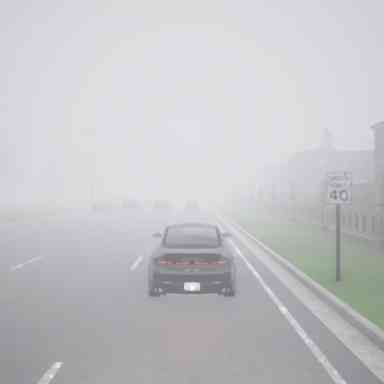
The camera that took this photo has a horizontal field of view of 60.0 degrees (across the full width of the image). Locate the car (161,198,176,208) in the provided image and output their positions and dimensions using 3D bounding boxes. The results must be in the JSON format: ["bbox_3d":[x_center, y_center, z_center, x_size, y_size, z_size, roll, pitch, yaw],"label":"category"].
[{"bbox_3d":[-3.493,1.589,49.661,1.895,1.301,4.718,0,0,0],"label":"car"}]

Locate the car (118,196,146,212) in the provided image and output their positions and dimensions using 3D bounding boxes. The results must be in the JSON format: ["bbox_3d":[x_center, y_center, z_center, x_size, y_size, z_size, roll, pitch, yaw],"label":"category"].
[{"bbox_3d":[-6.995,1.468,39.188,1.882,1.535,5.008,0,0,0],"label":"car"}]

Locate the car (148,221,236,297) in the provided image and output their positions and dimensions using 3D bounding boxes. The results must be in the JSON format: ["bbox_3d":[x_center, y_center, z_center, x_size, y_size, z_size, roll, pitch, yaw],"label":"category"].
[{"bbox_3d":[0.001,1.502,8.574,1.837,1.490,4.892,0,0,0],"label":"car"}]

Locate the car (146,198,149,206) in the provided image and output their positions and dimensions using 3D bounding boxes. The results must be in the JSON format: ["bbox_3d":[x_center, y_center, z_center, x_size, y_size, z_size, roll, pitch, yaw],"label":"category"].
[{"bbox_3d":[-6.994,1.552,49.608,1.994,1.385,4.181,0,0,0],"label":"car"}]

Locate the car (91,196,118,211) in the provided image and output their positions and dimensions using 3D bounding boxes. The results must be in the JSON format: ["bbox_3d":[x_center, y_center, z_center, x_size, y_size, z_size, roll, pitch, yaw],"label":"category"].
[{"bbox_3d":[-10.495,1.554,39.572,1.994,1.385,4.181,0,0,0],"label":"car"}]

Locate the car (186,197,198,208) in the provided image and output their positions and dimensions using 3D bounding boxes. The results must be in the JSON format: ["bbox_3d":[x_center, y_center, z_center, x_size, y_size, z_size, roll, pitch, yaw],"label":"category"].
[{"bbox_3d":[0.006,1.514,49.607,1.812,1.442,4.674,0,0,0],"label":"car"}]

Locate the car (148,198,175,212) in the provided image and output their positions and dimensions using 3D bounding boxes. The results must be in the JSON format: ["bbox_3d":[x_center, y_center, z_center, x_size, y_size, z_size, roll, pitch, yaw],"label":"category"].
[{"bbox_3d":[-3.495,1.482,39.187,2.128,1.511,4.902,0,0,0],"label":"car"}]

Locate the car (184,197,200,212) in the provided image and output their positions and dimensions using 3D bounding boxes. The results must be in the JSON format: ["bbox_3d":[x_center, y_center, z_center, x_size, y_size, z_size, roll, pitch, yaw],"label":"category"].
[{"bbox_3d":[0.005,1.538,39.187,2.033,1.411,5.357,0,0,0],"label":"car"}]

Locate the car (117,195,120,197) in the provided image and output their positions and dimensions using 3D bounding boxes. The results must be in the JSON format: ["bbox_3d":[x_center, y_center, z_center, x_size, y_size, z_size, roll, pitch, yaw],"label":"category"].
[{"bbox_3d":[-10.494,1.340,49.578,2.097,1.767,4.553,0,0,0],"label":"car"}]
